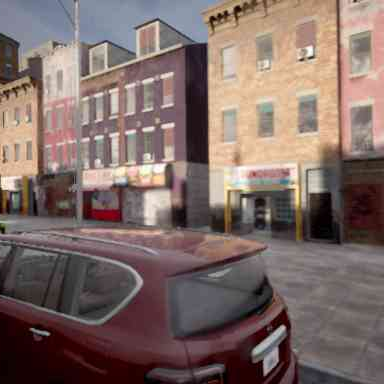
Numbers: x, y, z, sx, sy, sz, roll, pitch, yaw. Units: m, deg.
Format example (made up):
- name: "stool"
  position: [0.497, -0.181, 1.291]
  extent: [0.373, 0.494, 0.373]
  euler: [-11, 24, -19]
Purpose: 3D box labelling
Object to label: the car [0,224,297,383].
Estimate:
- name: "car"
  position: [-1.370, 1.295, 3.816]
  extent: [5.009, 1.841, 2.192]
  euler: [0, -1, 36]
